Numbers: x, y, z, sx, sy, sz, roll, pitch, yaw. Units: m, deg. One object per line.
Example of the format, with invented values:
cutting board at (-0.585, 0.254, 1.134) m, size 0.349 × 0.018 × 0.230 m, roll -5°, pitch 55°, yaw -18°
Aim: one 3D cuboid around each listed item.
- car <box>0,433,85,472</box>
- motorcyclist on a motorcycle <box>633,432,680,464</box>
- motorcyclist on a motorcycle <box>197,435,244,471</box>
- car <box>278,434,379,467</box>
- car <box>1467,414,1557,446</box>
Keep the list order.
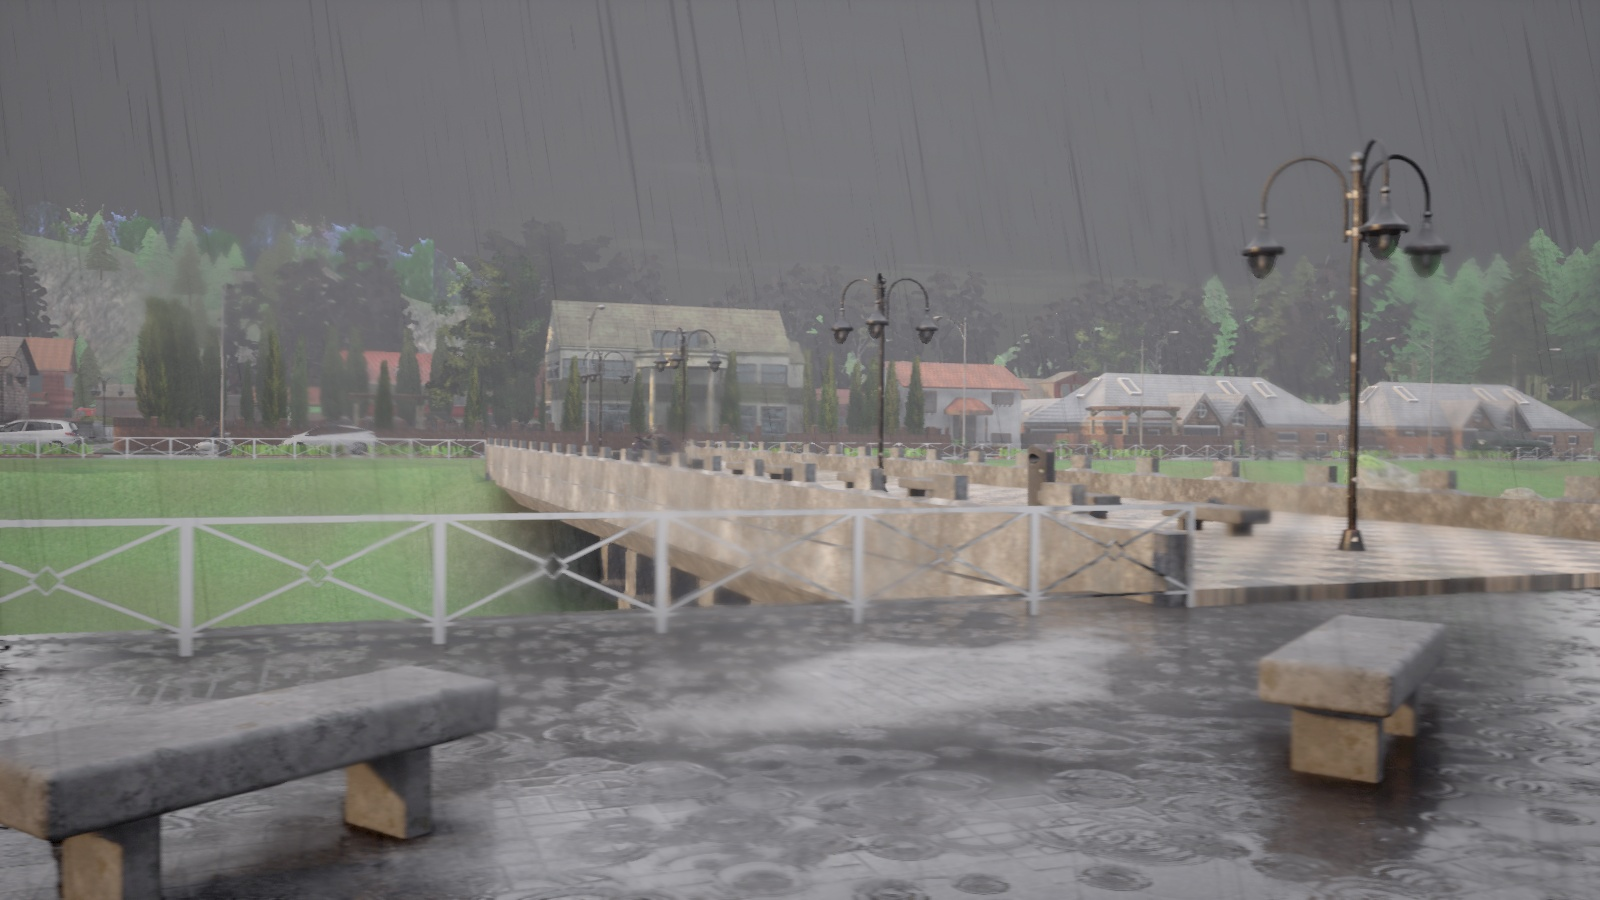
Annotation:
car at (-34.972, 0.102, 56.475) m, size 4.611 × 1.667 × 2.242 m, roll -1°, pitch 1°, yaw -21°
motorcyclist on a motorcycle at (-7.171, -0.110, 62.747) m, size 2.191 × 1.530 × 0.866 m, roll -1°, pitch 1°, yaw -21°
motorcyclist on a motorcycle at (-25.698, 0.123, 55.717) m, size 1.817 × 1.590 × 0.866 m, roll -1°, pitch 1°, yaw -21°
car at (-22.898, -0.001, 61.057) m, size 4.514 × 1.525 × 2.007 m, roll -1°, pitch 1°, yaw -21°
car at (47.320, -1.352, 83.417) m, size 5.566 × 2.045 × 2.150 m, roll -1°, pitch 1°, yaw -21°
